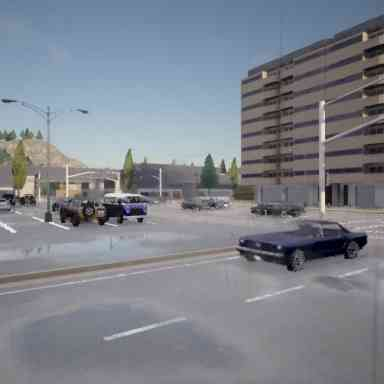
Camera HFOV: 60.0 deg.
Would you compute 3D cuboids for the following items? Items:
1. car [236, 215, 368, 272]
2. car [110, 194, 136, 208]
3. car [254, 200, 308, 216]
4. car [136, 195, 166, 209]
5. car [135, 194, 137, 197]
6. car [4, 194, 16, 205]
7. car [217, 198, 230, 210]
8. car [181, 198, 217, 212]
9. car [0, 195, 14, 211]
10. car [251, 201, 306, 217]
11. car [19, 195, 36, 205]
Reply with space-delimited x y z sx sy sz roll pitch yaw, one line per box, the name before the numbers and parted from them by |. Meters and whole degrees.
car | 3.701 1.601 10.928 4.718 1.301 1.895 0 0 -36
car | -12.056 1.585 58.051 1.812 1.442 4.674 0 0 -35
car | 9.027 1.603 34.263 2.033 1.411 5.357 0 0 -35
car | -7.033 1.547 56.959 2.128 1.511 4.902 0 0 -35
car | -9.354 1.547 66.509 2.128 1.511 4.902 0 0 -35
car | -29.731 1.212 53.677 1.905 1.878 3.866 0 0 -35
car | 2.846 1.546 42.965 2.128 1.511 4.902 0 0 -35
car | 0.505 1.560 40.214 1.837 1.490 4.892 0 0 -35
car | -21.872 1.451 37.845 1.970 1.475 3.806 0 0 -35
car | 7.622 1.656 30.199 1.895 1.301 4.718 0 0 -35
car | -27.334 1.209 55.301 1.932 1.855 4.605 0 0 -35
